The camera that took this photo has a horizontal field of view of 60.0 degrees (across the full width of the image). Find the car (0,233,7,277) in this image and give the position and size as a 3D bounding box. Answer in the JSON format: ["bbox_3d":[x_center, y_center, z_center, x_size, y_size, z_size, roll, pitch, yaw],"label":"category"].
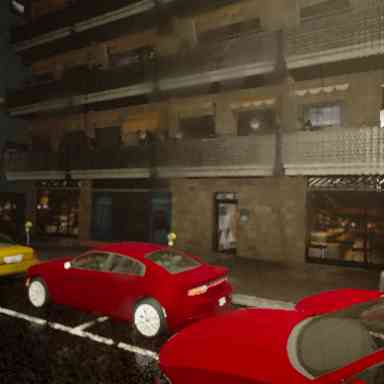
[{"bbox_3d":[-6.533,1.645,9.534,4.829,1.417,1.752,0,-1,29],"label":"car"}]

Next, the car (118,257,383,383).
[{"bbox_3d":[2.046,1.598,2.551,5.008,1.535,1.882,1,-2,26],"label":"car"}]

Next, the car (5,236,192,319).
[{"bbox_3d":[-1.438,1.696,6.705,4.507,1.381,1.887,0,-2,29],"label":"car"}]

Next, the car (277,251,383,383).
[{"bbox_3d":[3.515,1.729,3.955,4.507,1.381,1.887,0,-2,29],"label":"car"}]
